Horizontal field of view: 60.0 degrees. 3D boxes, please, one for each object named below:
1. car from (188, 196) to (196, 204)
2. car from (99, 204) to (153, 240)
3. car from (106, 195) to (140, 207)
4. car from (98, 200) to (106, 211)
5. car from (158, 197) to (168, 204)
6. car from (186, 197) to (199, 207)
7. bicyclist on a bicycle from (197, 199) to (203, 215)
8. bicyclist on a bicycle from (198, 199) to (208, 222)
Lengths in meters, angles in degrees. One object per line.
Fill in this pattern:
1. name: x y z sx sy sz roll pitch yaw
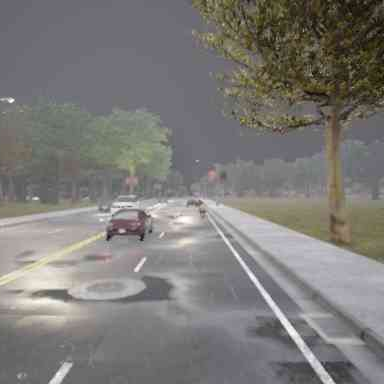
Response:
1. car: -0.004 1.815 75.898 1.882 1.535 5.008 0 0 0
2. car: -3.150 1.592 17.256 1.812 1.442 4.674 0 0 0
3. car: -6.597 1.354 33.447 2.150 2.045 5.566 0 0 0
4. car: -9.835 1.657 40.073 2.128 1.511 4.902 0 0 0
5. car: -6.504 1.784 74.628 2.128 1.511 4.902 0 0 0
6. car: 0.041 1.748 56.732 1.837 1.490 4.892 0 0 1
7. bicyclist on a bicycle: 0.892 1.599 35.939 0.582 1.620 1.656 0 -1 0
8. bicyclist on a bicycle: 0.874 1.540 26.347 0.866 1.612 1.509 0 0 0
